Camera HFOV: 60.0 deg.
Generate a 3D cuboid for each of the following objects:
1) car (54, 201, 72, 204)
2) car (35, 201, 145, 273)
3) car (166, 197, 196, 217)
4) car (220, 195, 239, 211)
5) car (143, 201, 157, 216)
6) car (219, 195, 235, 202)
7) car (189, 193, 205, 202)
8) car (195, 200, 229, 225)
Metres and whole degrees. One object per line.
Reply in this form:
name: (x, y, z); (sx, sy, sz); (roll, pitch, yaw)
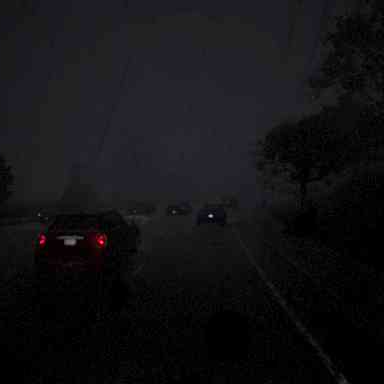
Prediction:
car: (-9.264, 1.472, 24.202); (1.837, 1.490, 4.892); (0, 0, 7)
car: (-3.094, 1.340, 10.835); (2.097, 1.767, 4.553); (0, 0, 2)
car: (-1.155, 1.499, 30.477); (1.812, 1.442, 4.674); (0, 0, 9)
car: (4.707, 1.328, 41.588); (2.097, 1.767, 4.553); (0, 0, 13)
car: (-4.718, 1.530, 31.483); (1.994, 1.385, 4.181); (0, 0, 9)
car: (7.596, 1.335, 71.163); (1.882, 1.535, 5.008); (0, 0, 24)
car: (0.854, 1.158, 64.422); (2.150, 2.045, 5.566); (0, 0, 22)
car: (1.472, 1.547, 23.939); (1.994, 1.385, 4.181); (0, 0, 6)
